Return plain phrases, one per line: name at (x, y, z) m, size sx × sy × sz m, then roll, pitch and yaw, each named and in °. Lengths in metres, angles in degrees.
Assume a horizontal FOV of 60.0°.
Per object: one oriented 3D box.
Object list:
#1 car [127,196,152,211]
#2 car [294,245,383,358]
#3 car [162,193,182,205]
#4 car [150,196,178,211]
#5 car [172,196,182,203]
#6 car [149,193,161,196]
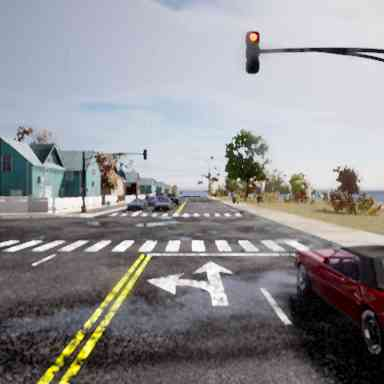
car at (-6.520, 1.518, 40.219) m, size 2.033 × 1.411 × 5.357 m, roll 0°, pitch 0°, yaw 0°
car at (3.359, 1.593, 5.916) m, size 1.895 × 1.301 × 4.718 m, roll 0°, pitch 0°, yaw 0°
car at (-3.228, 1.185, 54.946) m, size 2.150 × 2.045 × 5.566 m, roll 0°, pitch 1°, yaw 0°
car at (-3.248, 1.518, 39.863) m, size 2.033 × 1.411 × 5.357 m, roll 0°, pitch 0°, yaw 4°
car at (-3.123, 1.513, 70.605) m, size 2.033 × 1.411 × 5.357 m, roll 0°, pitch 0°, yaw 0°
car at (-6.490, 1.323, 51.246) m, size 2.097 × 1.767 × 4.553 m, roll 0°, pitch 0°, yaw 0°
